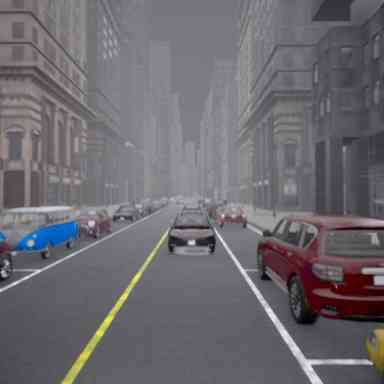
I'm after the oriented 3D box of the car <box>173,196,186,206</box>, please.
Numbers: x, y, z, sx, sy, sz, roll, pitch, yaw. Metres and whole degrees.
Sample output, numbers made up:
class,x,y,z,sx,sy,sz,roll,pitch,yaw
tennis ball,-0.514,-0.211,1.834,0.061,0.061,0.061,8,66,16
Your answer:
class,x,y,z,sx,sy,sz,roll,pitch,yaw
car,-3.024,2.036,71.777,2.097,1.767,4.553,0,-1,0

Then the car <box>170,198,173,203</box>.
class,x,y,z,sx,sy,sz,roll,pitch,yaw
car,-5.781,1.969,68.808,2.192,1.841,5.009,0,-1,0

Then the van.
class,x,y,z,sx,sy,sz,roll,pitch,yaw
van,-5.762,1.463,12.793,1.690,1.788,3.998,0,-1,0

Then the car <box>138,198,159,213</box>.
class,x,y,z,sx,sy,sz,roll,pitch,yaw
car,-5.772,1.702,40.800,2.192,1.841,5.009,0,-1,0

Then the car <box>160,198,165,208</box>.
class,x,y,z,sx,sy,sz,roll,pitch,yaw
car,-5.777,2.044,52.001,2.008,1.369,4.403,0,-1,0

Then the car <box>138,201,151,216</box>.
class,x,y,z,sx,sy,sz,roll,pitch,yaw
car,-5.771,1.916,35.197,1.802,1.307,4.206,0,-1,0

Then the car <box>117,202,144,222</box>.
class,x,y,z,sx,sy,sz,roll,pitch,yaw
car,-5.769,1.846,29.595,1.947,1.339,4.313,0,-1,0

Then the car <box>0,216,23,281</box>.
class,x,y,z,sx,sy,sz,roll,pitch,yaw
car,-5.761,1.509,7.191,1.967,1.590,4.097,0,-1,0

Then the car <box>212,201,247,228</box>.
class,x,y,z,sx,sy,sz,roll,pitch,yaw
car,2.759,1.668,24.001,1.967,1.590,4.097,0,-1,0

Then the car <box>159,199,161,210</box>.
class,x,y,z,sx,sy,sz,roll,pitch,yaw
car,-5.774,1.964,46.231,1.752,1.417,4.829,0,-1,0

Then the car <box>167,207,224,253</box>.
class,x,y,z,sx,sy,sz,roll,pitch,yaw
car,0.001,1.628,14.298,2.128,1.511,4.902,0,0,0

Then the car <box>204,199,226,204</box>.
class,x,y,z,sx,sy,sz,roll,pitch,yaw
car,2.755,1.649,35.205,2.192,1.841,5.009,0,-1,0

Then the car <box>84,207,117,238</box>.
class,x,y,z,sx,sy,sz,roll,pitch,yaw
car,-5.765,1.614,18.394,1.967,1.590,4.097,0,-1,0

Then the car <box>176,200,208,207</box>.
class,x,y,z,sx,sy,sz,roll,pitch,yaw
car,-0.004,1.770,29.301,2.128,1.511,4.902,0,0,0

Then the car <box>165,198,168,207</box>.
class,x,y,z,sx,sy,sz,roll,pitch,yaw
car,-5.778,2.113,57.603,1.947,1.339,4.313,0,-1,0

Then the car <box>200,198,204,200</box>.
class,x,y,z,sx,sy,sz,roll,pitch,yaw
car,2.747,2.092,57.612,1.887,1.381,4.507,0,-1,0

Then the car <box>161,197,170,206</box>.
class,x,y,z,sx,sy,sz,roll,pitch,yaw
car,-5.780,2.041,63.206,1.967,1.590,4.097,0,-1,0

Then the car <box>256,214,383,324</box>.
class,x,y,z,sx,sy,sz,roll,pitch,yaw
car,2.765,1.384,7.196,2.192,1.841,5.009,0,-1,0

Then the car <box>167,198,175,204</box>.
class,x,y,z,sx,sy,sz,roll,pitch,yaw
car,-5.790,2.452,91.212,1.802,1.307,4.206,0,-1,0

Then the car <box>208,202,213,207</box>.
class,x,y,z,sx,sy,sz,roll,pitch,yaw
car,2.756,1.847,29.602,1.947,1.339,4.313,0,-1,0

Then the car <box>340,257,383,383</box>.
class,x,y,z,sx,sy,sz,roll,pitch,yaw
car,2.766,1.543,1.762,1.752,1.417,4.829,0,-1,0

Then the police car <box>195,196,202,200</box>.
class,x,y,z,sx,sy,sz,roll,pitch,yaw
police car,2.340,2.181,79.412,1.930,1.638,5.238,0,-1,0
